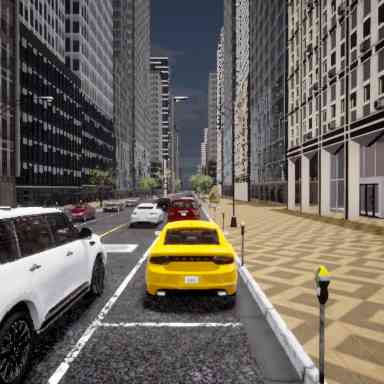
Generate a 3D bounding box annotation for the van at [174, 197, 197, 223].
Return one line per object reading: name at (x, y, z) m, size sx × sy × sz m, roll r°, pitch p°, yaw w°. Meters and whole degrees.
van at (-0.465, 1.336, 26.356) m, size 1.690 × 1.788 × 3.998 m, roll -1°, pitch 0°, yaw 0°

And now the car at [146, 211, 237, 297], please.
car at (-0.006, 1.476, 8.652) m, size 1.882 × 1.535 × 5.008 m, roll 0°, pitch 0°, yaw 0°

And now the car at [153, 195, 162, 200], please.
car at (-3.146, 1.470, 39.781) m, size 1.882 × 1.535 × 5.008 m, roll 0°, pitch 0°, yaw 0°

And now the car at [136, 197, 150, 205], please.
car at (-8.843, 1.570, 60.458) m, size 1.802 × 1.307 × 4.206 m, roll -1°, pitch 0°, yaw 0°

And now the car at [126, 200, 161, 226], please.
car at (-3.059, 1.521, 23.071) m, size 1.812 × 1.442 × 4.674 m, roll 0°, pitch 0°, yaw 0°

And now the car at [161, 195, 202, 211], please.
car at (-0.465, 1.311, 20.672) m, size 2.192 × 1.841 × 5.009 m, roll -1°, pitch 0°, yaw 0°

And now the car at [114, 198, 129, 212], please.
car at (-8.844, 1.544, 37.723) m, size 2.008 × 1.369 × 4.403 m, roll -1°, pitch 0°, yaw 0°

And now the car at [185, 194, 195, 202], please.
car at (-0.465, 1.298, 77.509) m, size 2.192 × 1.841 × 5.009 m, roll -1°, pitch 0°, yaw 0°

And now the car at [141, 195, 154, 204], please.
car at (-8.845, 1.426, 66.141) m, size 1.967 × 1.590 × 4.097 m, roll -1°, pitch 0°, yaw 0°

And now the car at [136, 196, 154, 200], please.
car at (-6.146, 1.594, 47.248) m, size 2.033 × 1.411 × 5.357 m, roll 0°, pitch 0°, yaw 0°

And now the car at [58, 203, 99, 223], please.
car at (-8.843, 1.577, 26.356) m, size 1.802 × 1.307 × 4.206 m, roll -1°, pitch 0°, yaw 0°

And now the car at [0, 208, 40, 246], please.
car at (-8.843, 1.542, 14.989) m, size 1.887 × 1.381 × 4.507 m, roll -1°, pitch 0°, yaw 0°

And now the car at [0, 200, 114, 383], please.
car at (-3.043, 1.219, 5.308) m, size 2.150 × 2.045 × 5.566 m, roll 0°, pitch 0°, yaw 0°

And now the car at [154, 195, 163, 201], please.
car at (-8.844, 1.545, 88.876) m, size 1.947 × 1.339 × 4.313 m, roll -1°, pitch 0°, yaw 0°

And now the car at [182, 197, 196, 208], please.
car at (-0.463, 1.541, 49.090) m, size 2.008 × 1.369 × 4.403 m, roll -1°, pitch 0°, yaw 0°

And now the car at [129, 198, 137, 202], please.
car at (-8.843, 1.541, 49.090) m, size 2.008 × 1.369 × 4.403 m, roll -1°, pitch 0°, yaw 0°

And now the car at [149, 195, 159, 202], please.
car at (-8.844, 1.509, 77.339) m, size 1.752 × 1.417 × 4.829 m, roll -1°, pitch 0°, yaw 0°

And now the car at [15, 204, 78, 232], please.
car at (-8.844, 1.547, 20.672) m, size 2.008 × 1.369 × 4.403 m, roll -1°, pitch 0°, yaw 0°
